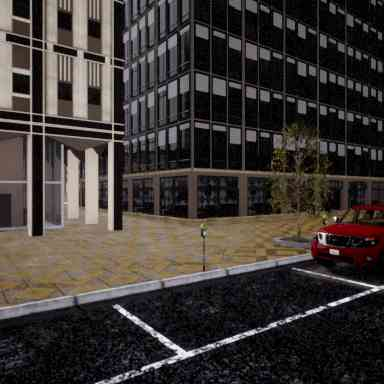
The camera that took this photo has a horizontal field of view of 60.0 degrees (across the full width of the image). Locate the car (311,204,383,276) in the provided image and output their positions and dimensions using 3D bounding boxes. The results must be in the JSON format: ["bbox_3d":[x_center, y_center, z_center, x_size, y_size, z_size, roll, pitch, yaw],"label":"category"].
[{"bbox_3d":[5.909,1.314,10.506,5.009,1.841,2.192,0,0,-36],"label":"car"}]
